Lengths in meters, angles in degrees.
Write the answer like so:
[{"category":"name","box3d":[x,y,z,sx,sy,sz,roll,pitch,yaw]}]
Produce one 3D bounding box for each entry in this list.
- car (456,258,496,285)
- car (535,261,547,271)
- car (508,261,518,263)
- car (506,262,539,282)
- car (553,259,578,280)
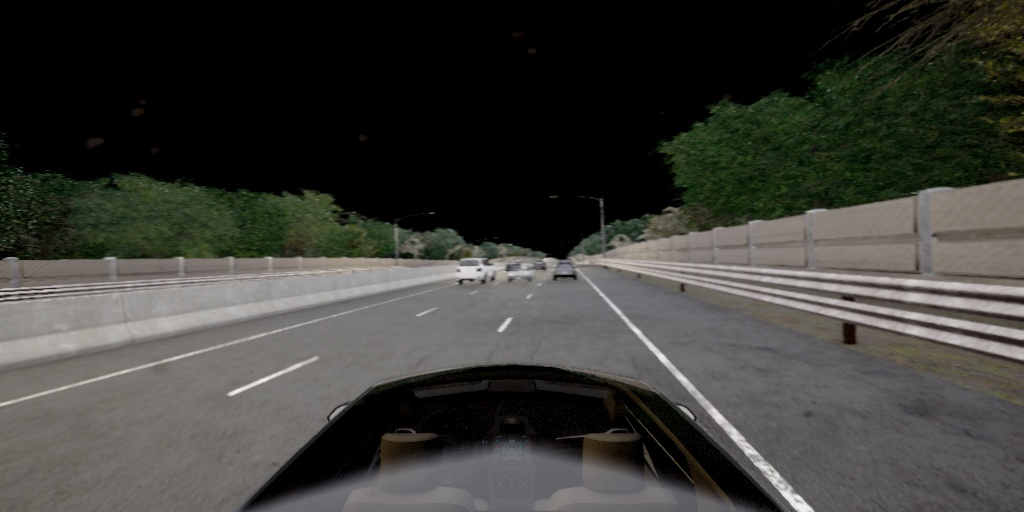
[{"category":"car","box3d":[-2.812,1.183,29.013,2.150,2.045,5.566,-2,0,9]},{"category":"car","box3d":[3.906,1.372,50.235,1.812,1.442,4.674,-2,-1,9]},{"category":"car","box3d":[0.320,1.462,49.918,1.882,1.535,5.008,-2,0,9]},{"category":"car","box3d":[0.839,1.415,29.632,1.895,1.301,4.718,-2,0,9]},{"category":"car","box3d":[4.458,1.235,30.149,1.994,1.385,4.181,-2,0,9]}]
